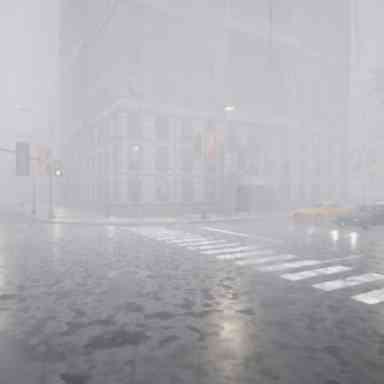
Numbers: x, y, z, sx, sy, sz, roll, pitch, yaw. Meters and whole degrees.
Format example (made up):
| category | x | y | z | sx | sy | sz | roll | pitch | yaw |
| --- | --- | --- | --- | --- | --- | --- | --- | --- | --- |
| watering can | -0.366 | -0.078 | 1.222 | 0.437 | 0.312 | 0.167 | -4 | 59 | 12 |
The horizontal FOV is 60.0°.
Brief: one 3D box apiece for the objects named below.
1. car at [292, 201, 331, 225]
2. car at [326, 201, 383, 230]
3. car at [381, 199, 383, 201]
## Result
| category | x | y | z | sx | sy | sz | roll | pitch | yaw |
| --- | --- | --- | --- | --- | --- | --- | --- | --- | --- |
| car | 9.438 | 1.443 | 23.961 | 5.008 | 1.535 | 1.882 | 0 | 0 | -31 |
| car | 11.198 | 1.515 | 20.939 | 5.357 | 1.411 | 2.033 | 0 | 0 | -31 |
| car | 18.222 | 1.176 | 29.101 | 5.566 | 2.045 | 2.150 | 0 | 0 | -30 |
